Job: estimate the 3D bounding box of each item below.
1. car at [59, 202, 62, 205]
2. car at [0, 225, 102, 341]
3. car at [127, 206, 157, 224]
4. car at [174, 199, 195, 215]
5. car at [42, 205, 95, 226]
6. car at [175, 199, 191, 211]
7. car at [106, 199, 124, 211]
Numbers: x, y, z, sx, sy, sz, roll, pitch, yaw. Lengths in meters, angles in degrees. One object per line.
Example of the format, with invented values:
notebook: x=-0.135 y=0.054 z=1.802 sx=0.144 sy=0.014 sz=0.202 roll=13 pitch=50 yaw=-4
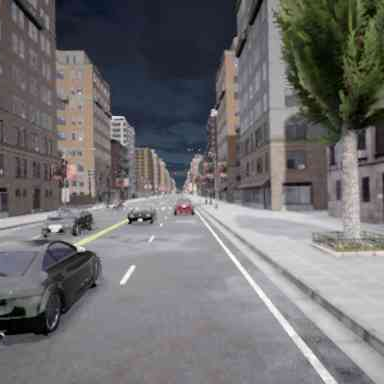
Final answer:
car: x=-27.168 y=2.374 z=63.655 sx=4.313 sy=1.339 sz=1.947 roll=-1 pitch=0 yaw=-1
car: x=-3.256 y=1.658 z=6.847 sx=1.994 sy=1.385 sz=4.181 roll=-1 pitch=0 yaw=-2
car: x=-3.835 y=1.764 z=26.411 sx=1.895 sy=1.301 sz=4.718 roll=-1 pitch=0 yaw=-2
car: x=-0.850 y=1.471 z=35.221 sx=2.097 sy=1.767 sz=4.553 roll=-1 pitch=0 yaw=-2
car: x=-7.077 y=1.709 z=19.446 sx=2.128 sy=1.511 sz=4.902 roll=-1 pitch=0 yaw=-2
car: x=-1.202 y=1.714 z=44.194 sx=1.994 sy=1.385 sz=4.181 roll=-1 pitch=0 yaw=-1
car: x=-11.080 y=1.826 z=48.015 sx=2.128 sy=1.511 sz=4.902 roll=-1 pitch=0 yaw=-2
